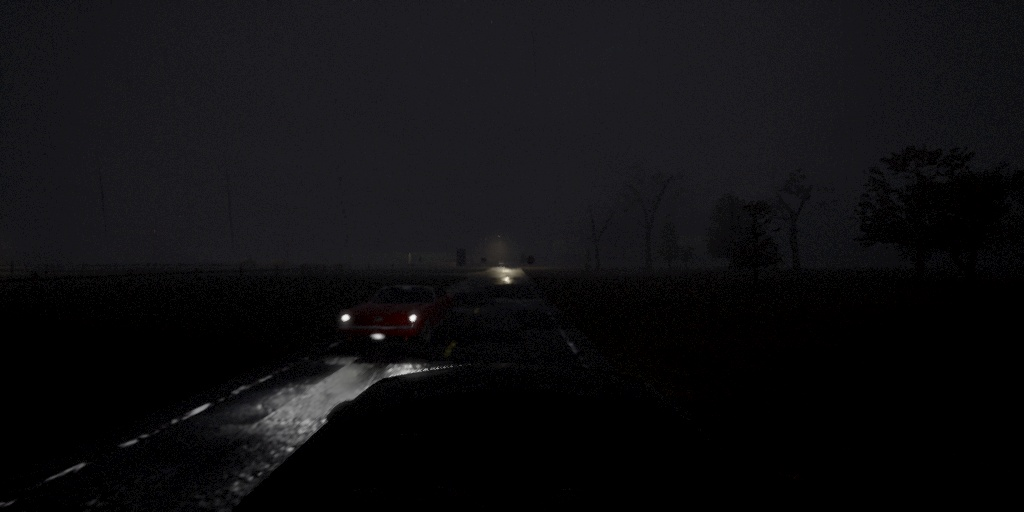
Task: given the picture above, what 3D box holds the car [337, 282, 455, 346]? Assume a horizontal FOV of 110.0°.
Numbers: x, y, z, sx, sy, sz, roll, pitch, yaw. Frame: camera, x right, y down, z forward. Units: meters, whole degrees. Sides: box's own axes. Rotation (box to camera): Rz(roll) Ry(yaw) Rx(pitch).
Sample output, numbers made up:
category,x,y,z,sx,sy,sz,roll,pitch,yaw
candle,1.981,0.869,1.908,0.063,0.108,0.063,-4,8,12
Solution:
category,x,y,z,sx,sy,sz,roll,pitch,yaw
car,-2.846,1.432,9.840,1.895,1.301,4.718,0,-1,0
